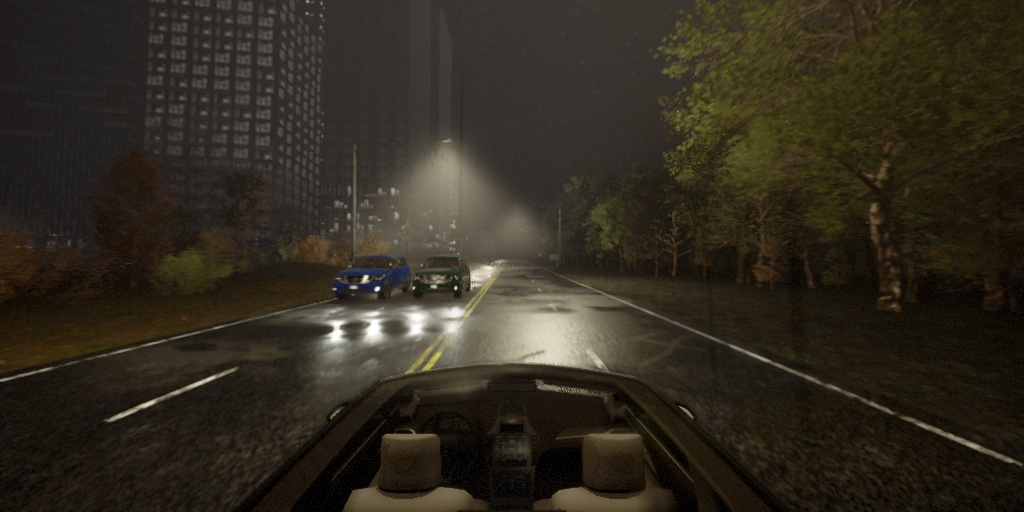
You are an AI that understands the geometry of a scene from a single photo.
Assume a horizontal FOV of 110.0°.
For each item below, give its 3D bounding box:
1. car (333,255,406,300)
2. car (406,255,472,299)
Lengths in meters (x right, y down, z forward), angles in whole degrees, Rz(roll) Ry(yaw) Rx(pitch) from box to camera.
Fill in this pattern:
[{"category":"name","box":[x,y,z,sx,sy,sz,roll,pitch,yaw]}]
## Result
[{"category":"car","box":[-6.595,0.949,17.727,2.150,2.045,5.566,0,0,0]},{"category":"car","box":[-3.342,0.954,18.126,2.150,2.045,5.566,0,0,0]}]
